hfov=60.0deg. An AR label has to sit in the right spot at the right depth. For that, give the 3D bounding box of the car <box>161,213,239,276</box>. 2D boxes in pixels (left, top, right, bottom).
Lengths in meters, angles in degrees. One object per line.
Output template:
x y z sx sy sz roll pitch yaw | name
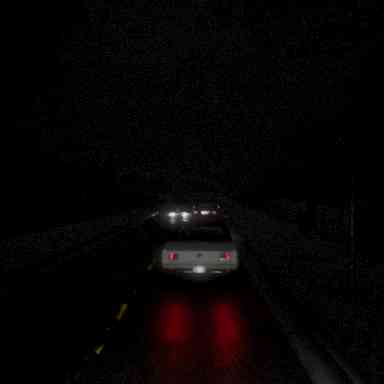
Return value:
0.298 1.531 10.068 1.895 1.301 4.718 0 0 3 | car

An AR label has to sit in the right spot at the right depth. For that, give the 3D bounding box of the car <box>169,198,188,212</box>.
-1.212 1.341 35.255 2.033 1.411 5.357 0 0 4 | car

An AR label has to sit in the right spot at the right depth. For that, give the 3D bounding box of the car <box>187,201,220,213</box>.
1.037 1.391 24.528 2.033 1.411 5.357 0 0 4 | car
